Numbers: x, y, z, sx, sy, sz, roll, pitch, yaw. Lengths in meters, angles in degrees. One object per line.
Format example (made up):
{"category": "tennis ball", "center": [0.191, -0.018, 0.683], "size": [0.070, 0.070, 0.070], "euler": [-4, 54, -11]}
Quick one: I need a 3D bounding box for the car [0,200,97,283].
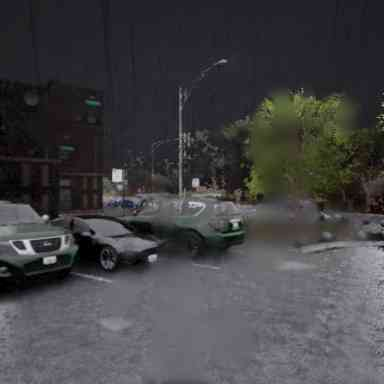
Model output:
{"category": "car", "center": [-5.504, 1.234, 9.130], "size": [5.566, 2.045, 2.435], "euler": [-1, -1, 35]}

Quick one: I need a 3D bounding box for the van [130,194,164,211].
{"category": "van", "center": [-5.744, 1.249, 42.976], "size": [1.878, 1.987, 4.442], "euler": [0, 1, 36]}

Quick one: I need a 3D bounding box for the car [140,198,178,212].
{"category": "car", "center": [-4.000, 1.513, 40.585], "size": [2.002, 1.452, 4.674], "euler": [-1, 0, 36]}

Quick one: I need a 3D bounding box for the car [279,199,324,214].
{"category": "car", "center": [11.298, 1.472, 34.744], "size": [2.128, 1.511, 4.902], "euler": [0, 0, -33]}

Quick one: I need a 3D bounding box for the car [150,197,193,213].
{"category": "car", "center": [-2.203, 1.466, 38.249], "size": [1.946, 1.575, 5.366], "euler": [-1, 0, 36]}

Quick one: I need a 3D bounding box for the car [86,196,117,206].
{"category": "car", "center": [-15.724, 1.514, 58.053], "size": [2.163, 1.488, 4.792], "euler": [-1, 0, 36]}

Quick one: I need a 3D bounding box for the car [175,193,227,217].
{"category": "car", "center": [1.051, 1.219, 33.094], "size": [2.435, 2.045, 5.566], "euler": [0, 1, 36]}

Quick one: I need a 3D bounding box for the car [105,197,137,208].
{"category": "car", "center": [-10.713, 1.517, 50.548], "size": [2.002, 1.452, 4.674], "euler": [-1, 0, 36]}

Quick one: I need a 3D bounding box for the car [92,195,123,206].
{"category": "car", "center": [-14.039, 1.355, 55.554], "size": [2.185, 1.767, 4.553], "euler": [0, 1, 36]}

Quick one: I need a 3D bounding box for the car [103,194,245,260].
{"category": "car", "center": [-0.740, 1.230, 12.584], "size": [5.566, 2.045, 2.435], "euler": [-1, 0, 35]}

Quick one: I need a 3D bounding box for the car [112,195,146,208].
{"category": "car", "center": [-9.061, 1.350, 48.034], "size": [2.185, 1.767, 4.553], "euler": [-1, 0, 36]}

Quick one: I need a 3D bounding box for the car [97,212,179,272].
{"category": "car", "center": [-3.091, 1.513, 10.857], "size": [4.792, 1.488, 2.163], "euler": [-1, -1, 34]}

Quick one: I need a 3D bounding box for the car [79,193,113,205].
{"category": "car", "center": [-17.399, 1.237, 60.542], "size": [2.435, 2.045, 5.566], "euler": [-1, 0, 36]}

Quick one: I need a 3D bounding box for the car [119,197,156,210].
{"category": "car", "center": [-7.348, 1.474, 45.567], "size": [2.097, 1.535, 5.008], "euler": [0, 1, 36]}

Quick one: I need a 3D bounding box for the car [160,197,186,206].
{"category": "car", "center": [-3.315, 1.535, 56.446], "size": [2.033, 1.411, 5.357], "euler": [0, 0, -34]}

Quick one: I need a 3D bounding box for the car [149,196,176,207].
{"category": "car", "center": [-4.610, 1.465, 50.969], "size": [1.882, 1.535, 5.008], "euler": [0, 0, -34]}

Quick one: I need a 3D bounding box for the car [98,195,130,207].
{"category": "car", "center": [-12.365, 1.352, 53.063], "size": [2.185, 1.767, 4.553], "euler": [0, 1, 36]}
